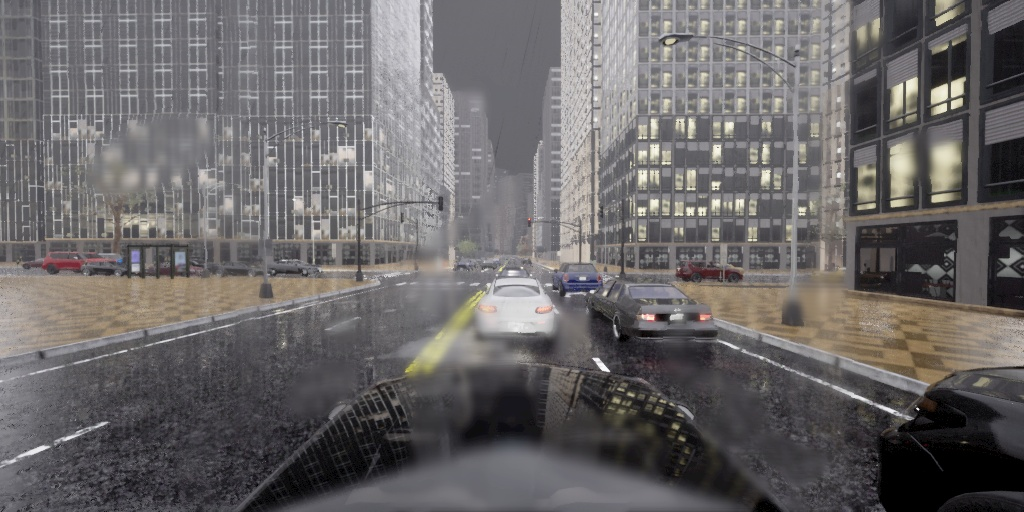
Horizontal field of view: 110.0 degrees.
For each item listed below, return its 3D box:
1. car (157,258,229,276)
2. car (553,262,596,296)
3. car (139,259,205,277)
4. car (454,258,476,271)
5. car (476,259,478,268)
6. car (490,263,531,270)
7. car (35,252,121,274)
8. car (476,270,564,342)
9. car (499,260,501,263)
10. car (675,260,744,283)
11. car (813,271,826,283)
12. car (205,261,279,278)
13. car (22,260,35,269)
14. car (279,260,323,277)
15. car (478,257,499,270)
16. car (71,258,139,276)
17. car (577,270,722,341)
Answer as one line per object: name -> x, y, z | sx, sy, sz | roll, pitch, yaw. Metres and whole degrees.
car -> -29.416, 0.981, 33.120 | 5.008, 1.535, 1.882 | 1, 1, 1
car -> 3.363, 1.093, 19.168 | 2.097, 1.767, 4.553 | 0, 0, 0
car -> -28.394, 1.138, 30.407 | 4.207, 1.307, 1.802 | 0, 0, 1
car -> -6.588, 1.068, 49.244 | 2.097, 1.767, 4.553 | 0, 0, 1
car -> -6.543, 1.211, 58.341 | 1.837, 1.490, 4.892 | 0, 0, 0
car -> 0.112, 1.288, 18.888 | 2.033, 1.411, 5.357 | 0, 0, 0
car -> -40.015, 0.628, 33.347 | 5.566, 2.045, 2.150 | 1, 1, 1
car -> 0.105, 1.272, 9.644 | 1.812, 1.442, 4.674 | 0, 0, 0
car -> -3.282, 1.304, 60.987 | 1.895, 1.301, 4.718 | 0, 0, 0
car -> 16.215, 1.269, 29.713 | 5.009, 1.841, 2.192 | 0, 0, 1
car -> 27.663, 1.579, 29.507 | 4.829, 1.417, 1.751 | 0, 0, 1
car -> -22.710, 1.174, 30.270 | 4.313, 1.339, 1.948 | 0, 0, 1
car -> -50.941, 0.793, 39.374 | 4.207, 1.307, 1.802 | 0, 0, 1
car -> -20.005, 1.080, 32.921 | 4.902, 1.511, 2.128 | 1, 1, 1
car -> -3.304, 1.262, 51.227 | 2.033, 1.411, 5.357 | 0, 0, 0
car -> -34.074, 1.069, 30.585 | 4.313, 1.339, 1.948 | 0, 0, 1
car -> 3.358, 1.293, 9.782 | 2.033, 1.411, 5.357 | 0, 0, 0
